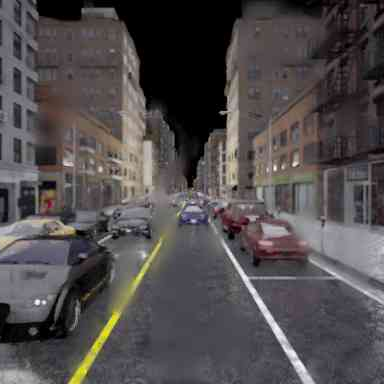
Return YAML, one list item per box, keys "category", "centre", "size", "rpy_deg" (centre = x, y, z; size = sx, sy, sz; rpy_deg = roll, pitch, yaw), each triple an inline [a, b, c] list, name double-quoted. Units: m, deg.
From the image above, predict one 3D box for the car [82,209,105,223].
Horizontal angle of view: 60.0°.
- category: "car"
  centre: [-5.389, 1.551, 16.988]
  size: [1.947, 1.339, 4.313]
  rpy_deg: [0, 0, 0]

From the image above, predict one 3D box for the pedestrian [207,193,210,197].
- category: "pedestrian"
  centre: [2.745, 0.986, 54.439]
  size: [0.375, 1.860, 0.375]
  rpy_deg: [0, 0, -10]

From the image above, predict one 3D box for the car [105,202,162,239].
- category: "car"
  centre: [-2.796, 1.490, 17.224]
  size: [1.837, 1.490, 4.892]
  rpy_deg: [0, 0, 1]

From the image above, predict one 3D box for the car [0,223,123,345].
- category: "car"
  centre: [-2.837, 1.560, 6.453]
  size: [1.994, 1.385, 4.181]
  rpy_deg: [0, 0, 0]

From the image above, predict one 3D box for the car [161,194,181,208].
- category: "car"
  centre: [-2.841, 1.455, 45.603]
  size: [1.837, 1.490, 4.892]
  rpy_deg: [0, 0, 0]

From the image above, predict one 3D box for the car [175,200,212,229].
- category: "car"
  centre: [0.097, 1.505, 21.467]
  size: [1.812, 1.442, 4.674]
  rpy_deg: [0, 0, 0]

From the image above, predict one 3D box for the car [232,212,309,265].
- category: "car"
  centre: [2.636, 1.573, 11.313]
  size: [1.802, 1.307, 4.206]
  rpy_deg: [0, 0, 0]

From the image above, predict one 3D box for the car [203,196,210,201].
- category: "car"
  centre: [2.634, 1.509, 39.720]
  size: [2.008, 1.369, 4.403]
  rpy_deg: [0, 0, 0]

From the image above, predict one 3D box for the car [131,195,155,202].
- category: "car"
  centre: [-5.391, 1.280, 34.033]
  size: [2.192, 1.841, 5.009]
  rpy_deg: [0, 0, 0]

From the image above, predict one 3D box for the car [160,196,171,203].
- category: "car"
  centre: [-5.394, 1.474, 68.124]
  size: [2.008, 1.369, 4.403]
  rpy_deg: [0, 0, 0]

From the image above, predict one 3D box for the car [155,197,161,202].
- category: "car"
  centre: [-5.392, 1.392, 45.397]
  size: [1.967, 1.590, 4.097]
  rpy_deg: [0, 0, 0]

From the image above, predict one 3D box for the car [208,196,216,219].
- category: "car"
  centre: [2.635, 1.412, 28.357]
  size: [1.967, 1.590, 4.097]
  rpy_deg: [0, 0, 0]

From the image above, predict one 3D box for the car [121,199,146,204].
- category: "car"
  centre: [-5.390, 1.538, 28.352]
  size: [1.947, 1.339, 4.313]
  rpy_deg: [0, 0, 0]

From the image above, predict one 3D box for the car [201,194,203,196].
- category: "car"
  centre: [2.745, 1.423, 51.435]
  size: [1.882, 1.535, 5.008]
  rpy_deg: [0, 0, 0]

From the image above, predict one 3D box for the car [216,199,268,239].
- category: "car"
  centre: [2.636, 1.300, 16.995]
  size: [2.192, 1.841, 5.009]
  rpy_deg: [0, 0, 0]

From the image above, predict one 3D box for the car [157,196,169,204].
- category: "car"
  centre: [-5.393, 1.513, 62.443]
  size: [1.802, 1.307, 4.206]
  rpy_deg: [0, 0, 0]

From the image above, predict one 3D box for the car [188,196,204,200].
- category: "car"
  centre: [0.096, 1.505, 40.251]
  size: [2.033, 1.411, 5.357]
  rpy_deg: [0, 0, 0]

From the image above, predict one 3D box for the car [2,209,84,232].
- category: "car"
  centre: [-5.389, 1.517, 11.137]
  size: [1.752, 1.417, 4.829]
  rpy_deg: [0, 0, 0]
